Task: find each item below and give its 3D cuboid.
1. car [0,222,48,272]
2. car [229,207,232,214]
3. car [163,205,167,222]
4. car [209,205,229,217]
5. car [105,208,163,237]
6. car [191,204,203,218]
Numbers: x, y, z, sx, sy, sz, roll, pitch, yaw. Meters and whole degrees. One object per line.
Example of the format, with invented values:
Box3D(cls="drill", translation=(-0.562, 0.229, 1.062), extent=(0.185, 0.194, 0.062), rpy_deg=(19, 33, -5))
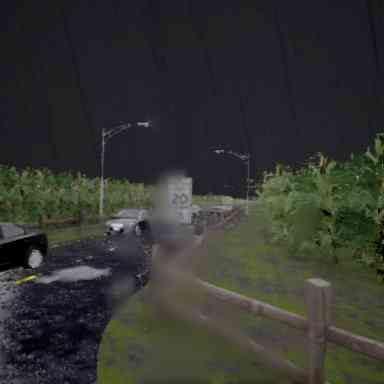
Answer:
Box3D(cls="car", translation=(-5.944, 1.537, 8.866), extent=(1.882, 1.535, 5.008), rpy_deg=(1, -1, 11))
Box3D(cls="car", translation=(5.121, 2.716, 52.339), extent=(1.994, 1.385, 4.181), rpy_deg=(1, -1, 11))
Box3D(cls="car", translation=(-1.824, 1.921, 30.743), extent=(2.097, 1.767, 4.553), rpy_deg=(1, -1, 11))
Box3D(cls="car", translation=(3.282, 2.414, 42.298), extent=(1.837, 1.490, 4.892), rpy_deg=(1, -1, 11))
Box3D(cls="car", translation=(-3.711, 1.827, 20.736), extent=(2.128, 1.511, 4.902), rpy_deg=(1, -1, 11))
Box3D(cls="car", translation=(0.137, 2.319, 41.031), extent=(1.837, 1.490, 4.892), rpy_deg=(1, -1, 11))
